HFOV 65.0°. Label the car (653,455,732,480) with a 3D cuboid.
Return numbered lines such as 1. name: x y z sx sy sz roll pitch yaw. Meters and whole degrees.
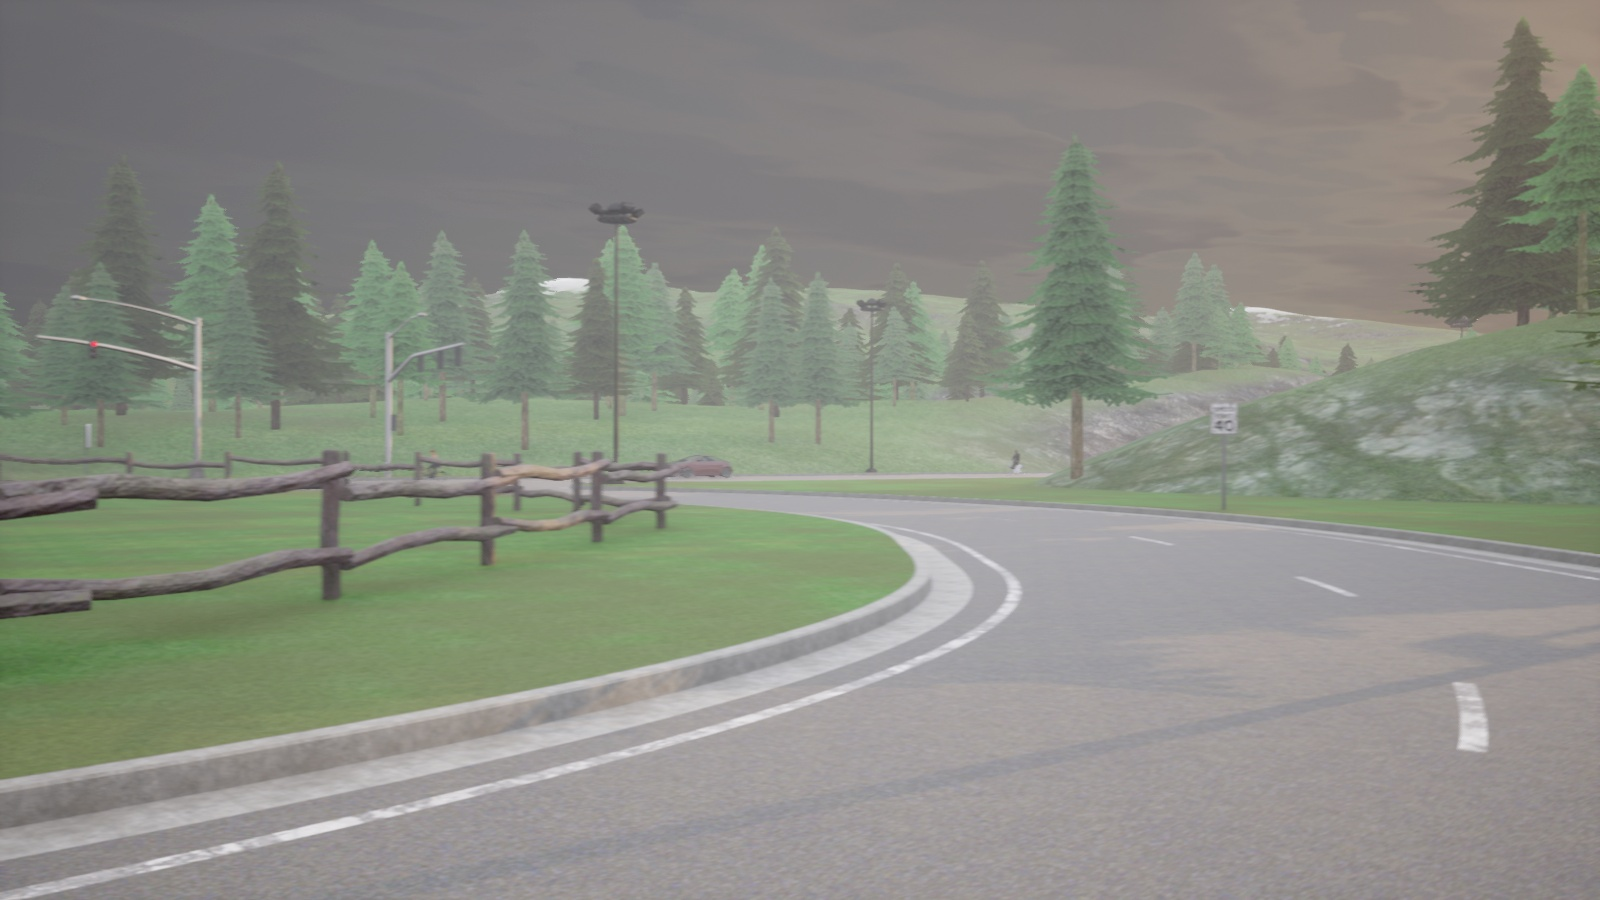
1. car: -6.278 0.998 73.350 4.181 1.385 1.994 0 0 -35
